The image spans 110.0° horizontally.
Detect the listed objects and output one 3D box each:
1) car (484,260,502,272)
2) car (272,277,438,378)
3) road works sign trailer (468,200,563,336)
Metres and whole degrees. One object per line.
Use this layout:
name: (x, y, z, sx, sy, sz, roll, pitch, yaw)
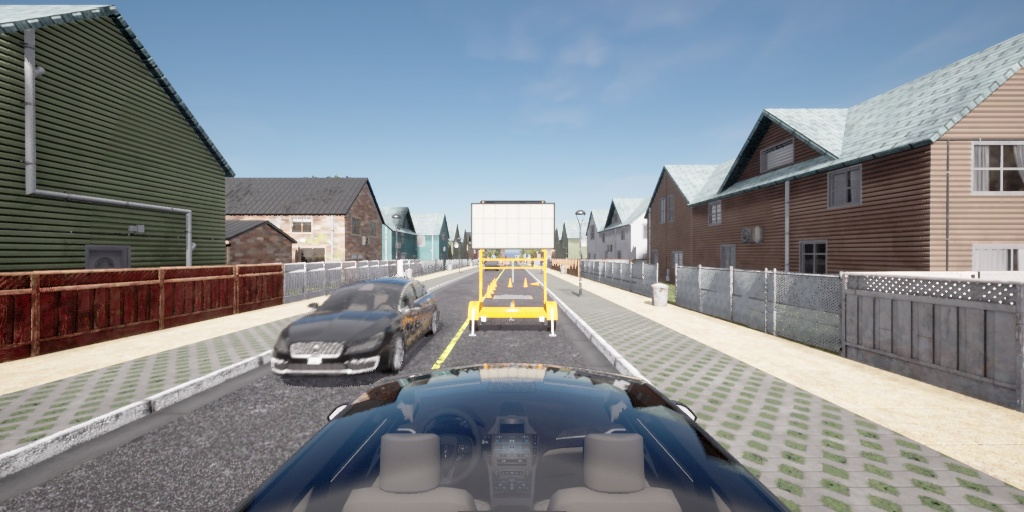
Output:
car: (-2.737, 1.345, 48.516, 1.882, 1.535, 5.008, 0, 0, 0)
car: (-2.832, 1.254, 7.582, 1.837, 1.490, 4.892, 0, 0, 0)
road works sign trailer: (0.029, 0.215, 10.350, 2.380, 3.560, 2.880, 0, 0, 1)
